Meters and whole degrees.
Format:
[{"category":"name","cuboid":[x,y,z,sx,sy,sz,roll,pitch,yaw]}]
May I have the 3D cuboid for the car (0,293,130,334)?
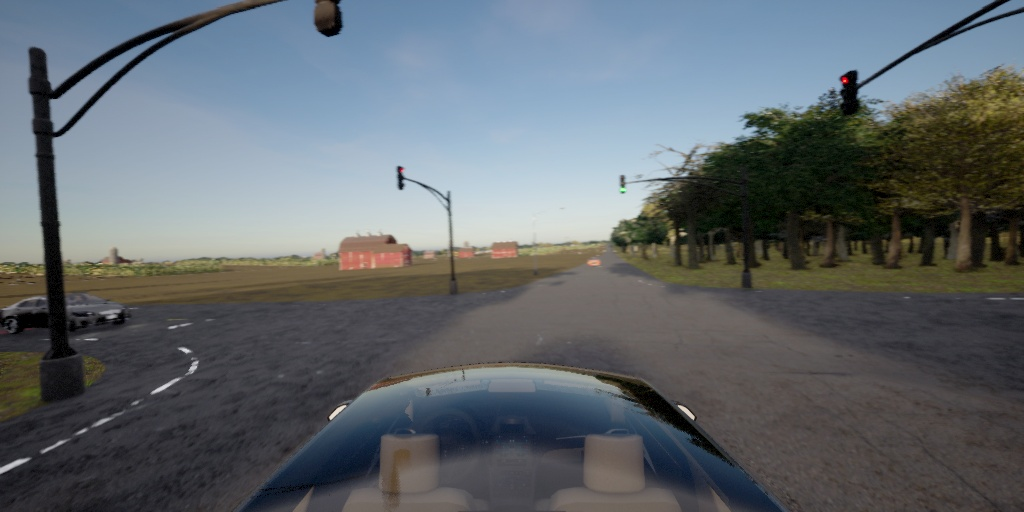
[{"category":"car","cuboid":[-18.982,2.370,15.291,4.902,1.511,2.128,-3,1,11]}]
